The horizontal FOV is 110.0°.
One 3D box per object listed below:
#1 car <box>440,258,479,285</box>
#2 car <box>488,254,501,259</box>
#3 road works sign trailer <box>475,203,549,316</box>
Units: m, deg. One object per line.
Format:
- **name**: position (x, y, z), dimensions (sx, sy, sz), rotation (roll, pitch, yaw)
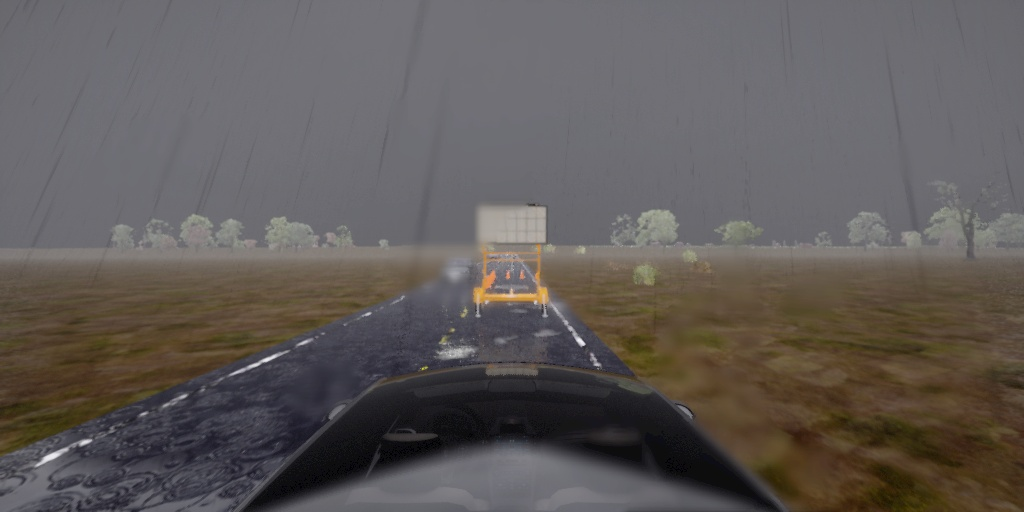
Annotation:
- **car**: position (-3.091, 0.865, 21.800), dimensions (2.128, 1.511, 4.902), rotation (0, 1, 0)
- **car**: position (-3.034, 0.081, 62.849), dimensions (1.882, 1.535, 5.008), rotation (0, 1, 1)
- **road works sign trailer**: position (0.000, 0.017, 12.245), dimensions (2.380, 3.560, 2.880), rotation (0, 0, 0)
